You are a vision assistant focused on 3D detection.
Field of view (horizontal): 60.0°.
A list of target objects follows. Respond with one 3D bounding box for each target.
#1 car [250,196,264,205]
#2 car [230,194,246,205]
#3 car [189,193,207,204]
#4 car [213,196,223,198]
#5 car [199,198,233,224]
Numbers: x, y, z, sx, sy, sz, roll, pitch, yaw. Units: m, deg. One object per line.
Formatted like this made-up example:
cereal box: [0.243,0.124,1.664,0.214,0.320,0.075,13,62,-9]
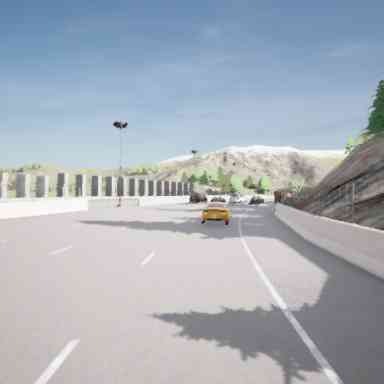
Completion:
car: [12.410,1.517,63.240,2.097,1.767,4.553,1,0,21]
car: [8.749,1.336,63.782,2.150,2.045,5.566,1,0,22]
car: [1.275,1.233,63.874,2.150,2.045,5.566,0,0,22]
car: [5.122,1.556,63.870,2.128,1.511,4.902,1,0,21]
car: [1.899,1.501,25.143,1.882,1.535,5.008,0,0,9]
